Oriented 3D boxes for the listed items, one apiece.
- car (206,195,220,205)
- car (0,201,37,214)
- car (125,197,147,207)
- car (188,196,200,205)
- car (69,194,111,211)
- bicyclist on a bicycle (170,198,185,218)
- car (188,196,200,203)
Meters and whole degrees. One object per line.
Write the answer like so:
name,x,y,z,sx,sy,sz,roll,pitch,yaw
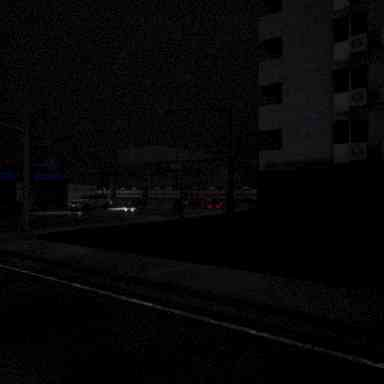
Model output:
car,3.882,1.526,58.485,1.812,1.442,4.674,0,0,4
car,-17.921,1.601,32.486,1.895,1.301,4.718,0,0,35
car,-8.387,1.491,50.014,2.128,1.511,4.902,0,0,15
car,0.410,1.564,59.076,1.994,1.385,4.181,0,0,4
car,-12.335,1.221,40.738,2.150,2.045,5.566,0,0,29
bicyclist on a bicycle,-1.204,1.300,27.316,1.656,1.620,0.582,0,0,36
car,0.354,1.564,67.487,1.994,1.385,4.181,0,0,-8
